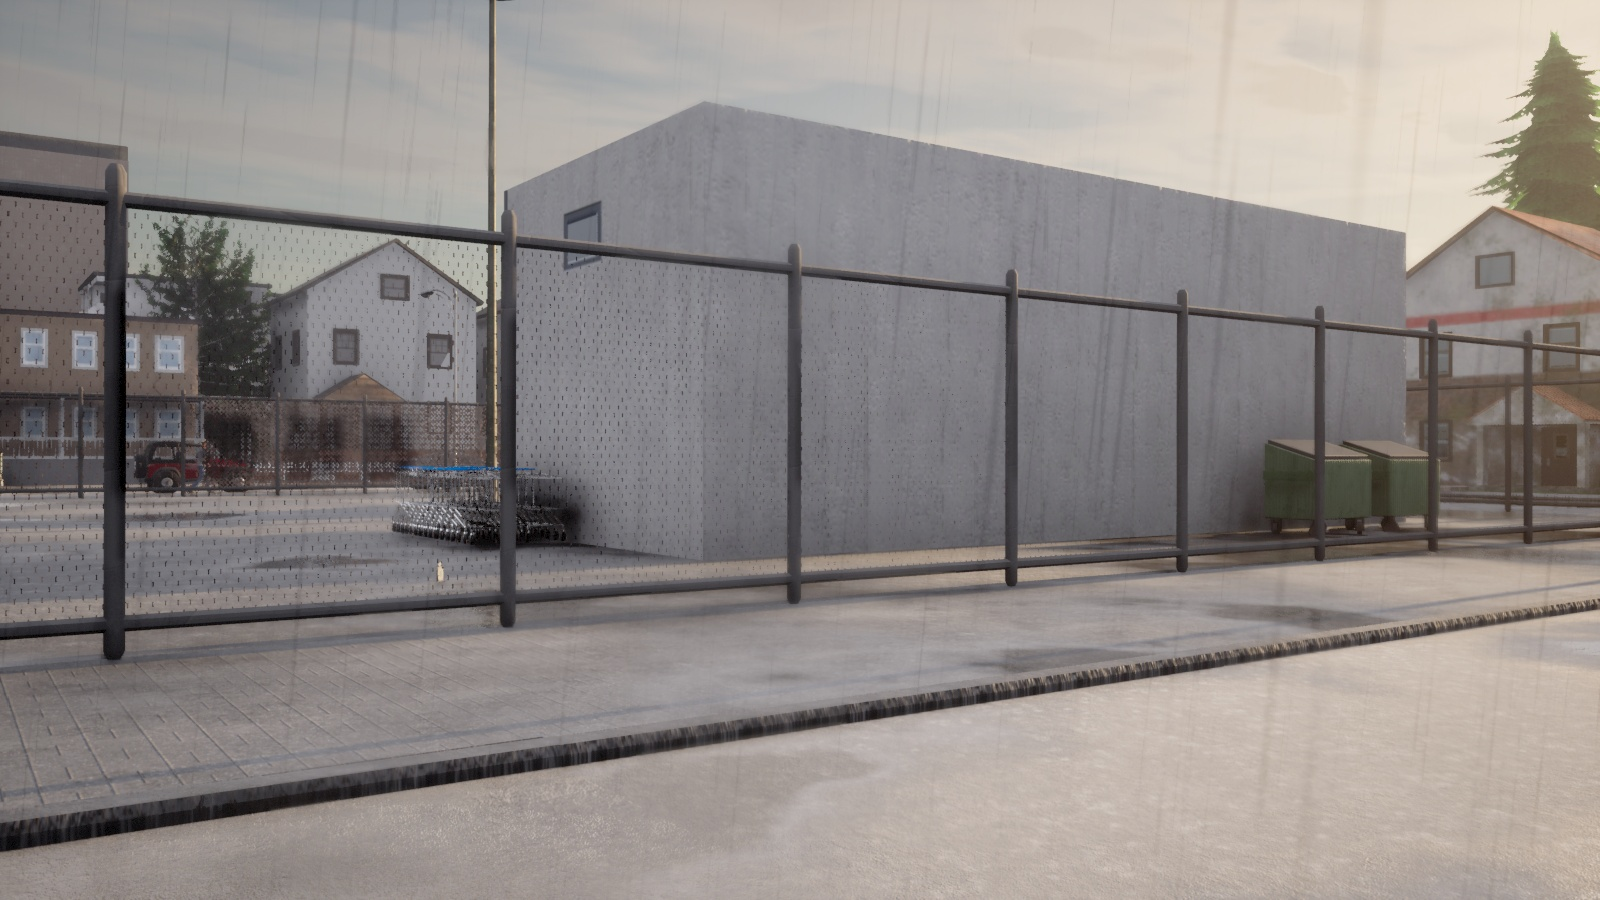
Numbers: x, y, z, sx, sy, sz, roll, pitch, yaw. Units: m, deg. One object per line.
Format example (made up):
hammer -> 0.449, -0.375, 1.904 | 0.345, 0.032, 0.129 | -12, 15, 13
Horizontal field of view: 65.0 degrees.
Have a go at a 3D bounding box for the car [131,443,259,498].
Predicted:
car -> -21.459, 0.695, 44.568 | 3.866, 1.878, 1.905 | 0, 0, -34

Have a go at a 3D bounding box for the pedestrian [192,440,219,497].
pedestrian -> -19.341, 0.595, 40.853 | 0.706, 1.836, 0.354 | 0, 0, -43

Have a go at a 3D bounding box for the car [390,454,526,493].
car -> -13.605, 0.901, 50.073 | 4.892, 1.490, 1.837 | 0, 0, -33
